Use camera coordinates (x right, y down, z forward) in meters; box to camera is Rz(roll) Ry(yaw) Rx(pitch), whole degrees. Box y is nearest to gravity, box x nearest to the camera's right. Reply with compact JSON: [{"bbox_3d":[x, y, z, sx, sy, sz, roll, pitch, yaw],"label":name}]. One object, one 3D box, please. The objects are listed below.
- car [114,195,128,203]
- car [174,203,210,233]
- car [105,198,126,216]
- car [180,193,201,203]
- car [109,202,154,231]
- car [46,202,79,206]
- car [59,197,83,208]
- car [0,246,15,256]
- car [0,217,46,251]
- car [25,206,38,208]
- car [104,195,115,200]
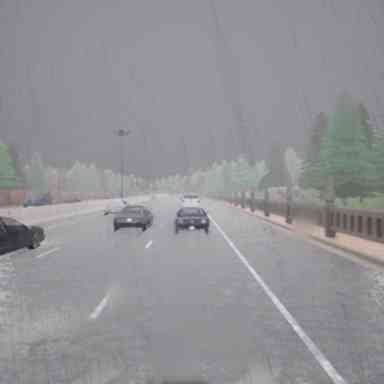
[{"bbox_3d":[-14.411,1.379,67.901,1.882,1.535,5.008,0,0,0],"label":"car"},{"bbox_3d":[-0.018,1.564,19.461,1.895,1.301,4.718,0,0,-1],"label":"car"},{"bbox_3d":[-7.102,1.479,32.069,1.812,1.442,4.674,0,0,-1],"label":"car"},{"bbox_3d":[-0.126,1.150,38.014,2.150,2.045,5.566,0,0,0],"label":"car"},{"bbox_3d":[-3.519,1.532,20.623,1.994,1.385,4.181,0,0,0],"label":"car"},{"bbox_3d":[-14.311,1.508,36.218,2.033,1.411,5.357,0,0,0],"label":"car"},{"bbox_3d":[-17.865,1.507,49.290,1.994,1.385,4.181,0,0,0],"label":"car"},{"bbox_3d":[-3.451,1.528,2.360,1.812,1.442,4.674,0,0,0],"label":"car"},{"bbox_3d":[-6.961,1.540,11.321,2.033,1.411,5.357,0,0,0],"label":"car"},{"bbox_3d":[-21.357,1.177,46.422,2.150,2.045,5.566,0,0,0],"label":"car"},{"bbox_3d":[-21.549,1.414,87.084,1.994,1.385,4.181,0,0,0],"label":"car"}]
